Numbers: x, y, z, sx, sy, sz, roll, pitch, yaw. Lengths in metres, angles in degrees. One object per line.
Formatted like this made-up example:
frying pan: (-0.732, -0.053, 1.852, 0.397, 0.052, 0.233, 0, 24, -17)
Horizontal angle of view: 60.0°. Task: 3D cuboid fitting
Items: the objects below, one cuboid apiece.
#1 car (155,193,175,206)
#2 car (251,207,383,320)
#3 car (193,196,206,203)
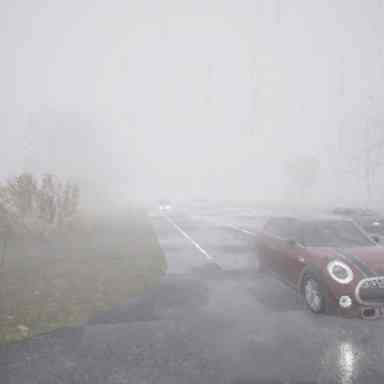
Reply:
car: (-4.451, 1.360, 52.871, 2.128, 1.511, 4.902, -1, 0, -10)
car: (2.992, 1.347, 7.622, 2.097, 1.767, 4.553, 0, 0, -9)
car: (1.295, 1.362, 61.822, 1.895, 1.301, 4.718, -1, 0, -9)
